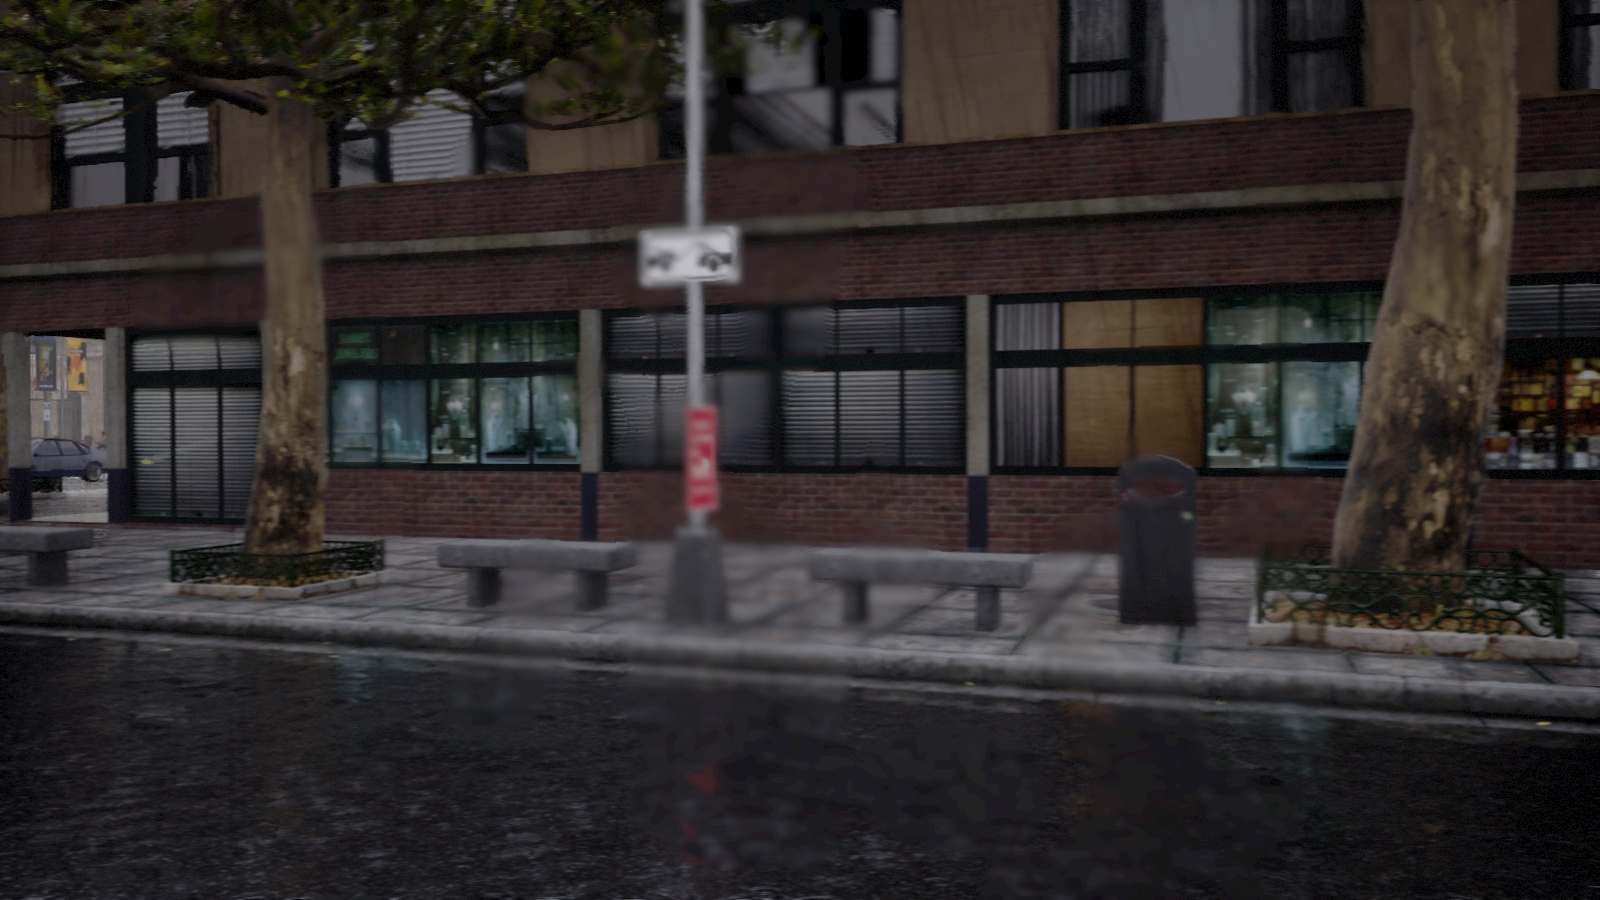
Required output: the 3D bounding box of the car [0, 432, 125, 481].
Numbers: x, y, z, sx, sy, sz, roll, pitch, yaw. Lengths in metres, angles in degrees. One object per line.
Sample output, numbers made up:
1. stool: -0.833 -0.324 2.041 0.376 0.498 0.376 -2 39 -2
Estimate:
1. car: -23.698 0.164 38.772 2.033 1.411 5.357 0 1 12
